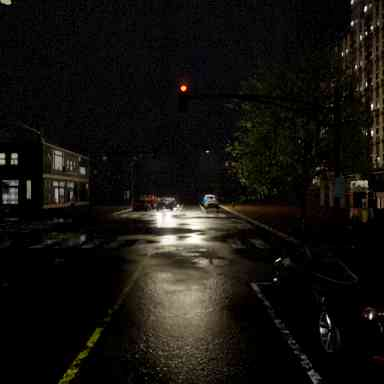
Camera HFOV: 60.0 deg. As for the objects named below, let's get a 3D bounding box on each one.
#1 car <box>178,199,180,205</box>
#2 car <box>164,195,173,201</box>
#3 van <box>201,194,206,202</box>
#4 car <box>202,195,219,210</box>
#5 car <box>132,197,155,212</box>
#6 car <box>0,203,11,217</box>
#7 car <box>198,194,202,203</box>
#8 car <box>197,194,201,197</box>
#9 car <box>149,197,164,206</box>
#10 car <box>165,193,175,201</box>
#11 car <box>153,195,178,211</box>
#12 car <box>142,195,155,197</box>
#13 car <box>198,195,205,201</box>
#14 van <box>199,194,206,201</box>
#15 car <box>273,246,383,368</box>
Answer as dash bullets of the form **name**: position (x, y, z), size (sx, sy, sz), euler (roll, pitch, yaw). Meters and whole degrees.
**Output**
- **car**: position (-3.166, 1.567, 49.137), size (1.994, 1.385, 4.181), euler (0, 0, -1)
- **car**: position (-5.795, 1.558, 82.636), size (2.008, 1.369, 4.403), euler (0, 0, 0)
- **van**: position (2.630, 1.345, 49.344), size (1.690, 1.788, 3.998), euler (0, 0, 0)
- **car**: position (2.636, 1.528, 43.962), size (1.752, 1.417, 4.829), euler (0, 0, 0)
- **car**: position (-5.736, 1.584, 38.228), size (1.802, 1.307, 4.206), euler (0, 0, 0)
- **car**: position (-17.304, 1.371, 27.216), size (4.507, 1.381, 1.887), euler (1, -1, -1)
- **car**: position (2.614, 1.556, 60.446), size (2.008, 1.369, 4.403), euler (0, 0, 0)
- **car**: position (2.600, 1.572, 71.548), size (1.947, 1.339, 4.313), euler (0, 0, 0)
- **car**: position (-5.758, 1.555, 54.881), size (2.008, 1.369, 4.403), euler (0, 0, 0)
- **car**: position (-5.802, 1.324, 88.187), size (2.192, 1.841, 5.009), euler (0, 0, 0)
- **car**: position (-3.145, 1.494, 40.006), size (2.128, 1.511, 4.902), euler (0, 0, 0)
- **car**: position (-5.743, 1.318, 43.779), size (2.192, 1.841, 5.009), euler (0, 0, 0)
- **car**: position (2.578, 1.534, 88.371), size (1.752, 1.417, 4.829), euler (0, 0, 0)
- **van**: position (2.587, 1.349, 82.650), size (1.690, 1.788, 3.998), euler (0, 0, 0)
- **car**: position (2.687, 1.566, 5.763), size (1.947, 1.339, 4.313), euler (0, 0, 0)
